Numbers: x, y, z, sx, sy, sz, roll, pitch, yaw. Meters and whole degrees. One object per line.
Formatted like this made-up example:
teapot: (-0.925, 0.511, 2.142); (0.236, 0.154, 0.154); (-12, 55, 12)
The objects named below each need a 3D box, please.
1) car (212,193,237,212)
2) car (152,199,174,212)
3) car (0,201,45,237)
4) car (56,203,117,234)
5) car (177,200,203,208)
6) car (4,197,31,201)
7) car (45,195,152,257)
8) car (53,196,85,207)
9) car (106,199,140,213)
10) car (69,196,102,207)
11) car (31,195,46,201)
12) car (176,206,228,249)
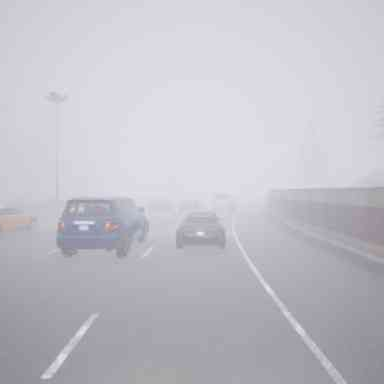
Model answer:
car: (3.596, 1.087, 36.039); (2.150, 2.045, 5.566); (0, 0, 13)
car: (-3.356, 1.434, 36.856); (1.994, 1.385, 4.181); (0, 0, 12)
car: (-9.895, 1.426, 17.019); (1.882, 1.535, 5.008); (0, 0, 4)
car: (-6.130, 1.460, 19.927); (1.812, 1.442, 4.674); (0, 0, 6)
car: (-0.086, 1.472, 35.622); (1.895, 1.301, 4.718); (0, 0, 12)
car: (-25.738, 1.397, 49.118); (2.033, 1.411, 5.357); (0, 0, 16)
car: (-3.179, 1.178, 12.852); (2.150, 2.045, 5.566); (0, 0, 3)
car: (-18.294, 1.317, 49.696); (1.882, 1.535, 5.008); (0, 0, 17)
car: (-7.240, 1.443, 35.465); (1.994, 1.385, 4.181); (0, 0, 12)
car: (-15.210, 1.336, 47.725); (2.128, 1.511, 4.902); (0, 0, 16)
car: (-21.656, 1.192, 50.640); (2.097, 1.767, 4.553); (0, 0, 16)
car: (0.437, 1.511, 14.377); (1.994, 1.385, 4.181); (0, 0, 3)
